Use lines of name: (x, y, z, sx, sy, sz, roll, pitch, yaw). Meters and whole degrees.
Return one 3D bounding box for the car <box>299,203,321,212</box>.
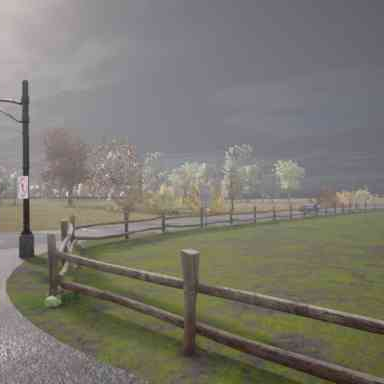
car: (18.823, 2.449, 53.022, 2.033, 1.411, 5.357, -1, -2, 40)
